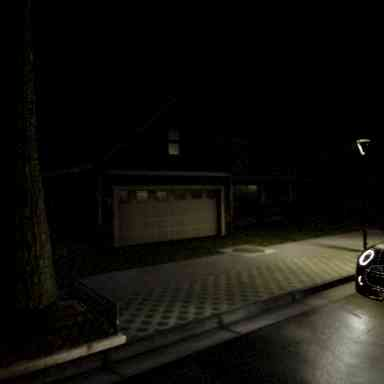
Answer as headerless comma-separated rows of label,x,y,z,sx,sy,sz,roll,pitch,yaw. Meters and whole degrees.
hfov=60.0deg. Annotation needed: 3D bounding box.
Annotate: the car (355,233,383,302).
car,5.472,1.275,7.143,4.553,1.767,2.097,-1,0,-37
